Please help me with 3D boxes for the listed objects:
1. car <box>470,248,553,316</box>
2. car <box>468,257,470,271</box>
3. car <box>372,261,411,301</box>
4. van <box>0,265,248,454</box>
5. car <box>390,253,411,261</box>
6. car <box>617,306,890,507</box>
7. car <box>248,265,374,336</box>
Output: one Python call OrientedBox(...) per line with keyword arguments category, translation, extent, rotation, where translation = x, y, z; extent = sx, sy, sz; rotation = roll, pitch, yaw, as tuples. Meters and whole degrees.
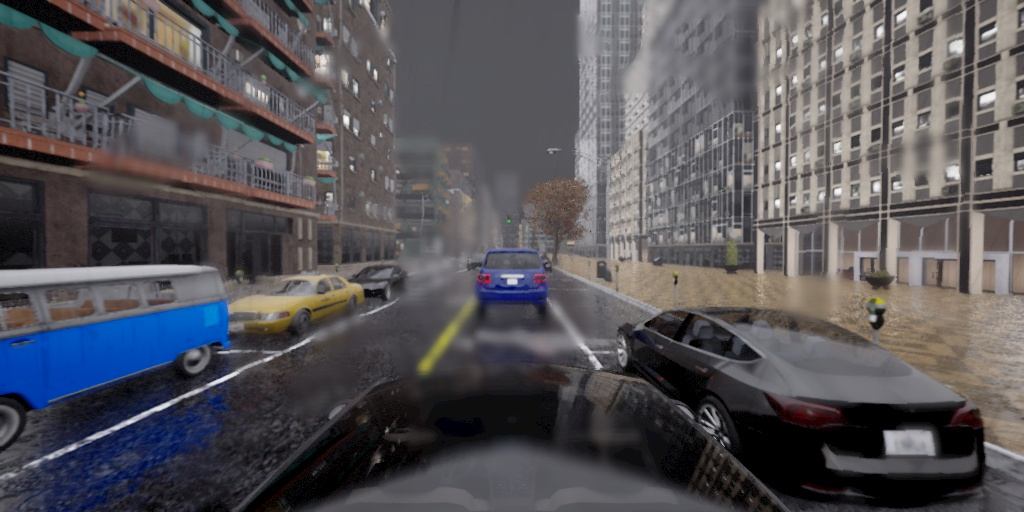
OrientedBox(category="car", translation=(0.044, 0.766, 12.488), extent=(2.150, 2.045, 5.566), rotation=(0, 1, 1))
OrientedBox(category="car", translation=(-3.085, 0.486, 35.144), extent=(2.097, 1.767, 4.553), rotation=(0, 1, 0))
OrientedBox(category="car", translation=(-5.697, 1.057, 15.559), extent=(1.948, 1.339, 4.313), rotation=(0, 0, 0))
OrientedBox(category="van", translation=(-5.691, 1.038, 4.515), extent=(1.690, 1.789, 3.998), rotation=(0, 0, 0))
OrientedBox(category="car", translation=(-16.459, 0.196, 50.606), extent=(4.403, 1.370, 2.007), rotation=(0, 0, -1))
OrientedBox(category="car", translation=(2.690, 1.263, 4.518), extent=(1.948, 1.339, 4.313), rotation=(0, 0, 0))
OrientedBox(category="car", translation=(-5.694, 1.119, 9.867), extent=(1.751, 1.417, 4.829), rotation=(0, 0, 0))
